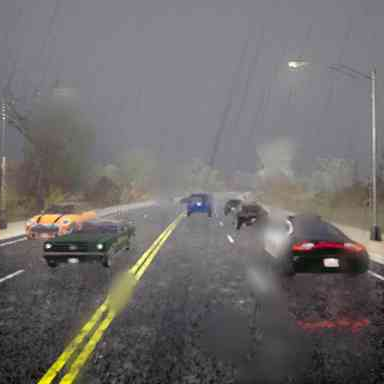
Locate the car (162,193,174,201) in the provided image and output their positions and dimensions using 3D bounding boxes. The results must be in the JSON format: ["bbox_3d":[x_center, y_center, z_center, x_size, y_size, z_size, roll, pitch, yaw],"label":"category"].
[{"bbox_3d":[-4.102,0.986,57.606,1.837,1.490,4.892,0,0,5],"label":"car"}]

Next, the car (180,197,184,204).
[{"bbox_3d":[-0.867,1.405,57.300,1.994,1.385,4.181,0,0,5],"label":"car"}]

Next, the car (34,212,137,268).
[{"bbox_3d":[-3.230,1.580,11.347,1.895,1.301,4.718,0,0,1],"label":"car"}]

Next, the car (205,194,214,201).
[{"bbox_3d":[3.979,1.239,74.027,1.837,1.490,4.892,0,0,6],"label":"car"}]

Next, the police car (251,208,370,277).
[{"bbox_3d":[3.335,1.489,10.285,2.038,1.542,4.974,0,0,1],"label":"police car"}]

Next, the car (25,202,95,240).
[{"bbox_3d":[-6.360,1.320,16.707,2.097,1.767,4.553,0,0,2],"label":"car"}]

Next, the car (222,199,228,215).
[{"bbox_3d":[4.022,1.426,32.125,1.837,1.490,4.892,0,0,3],"label":"car"}]

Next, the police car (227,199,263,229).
[{"bbox_3d":[3.597,1.382,21.317,1.930,1.638,5.238,0,0,2],"label":"police car"}]

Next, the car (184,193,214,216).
[{"bbox_3d":[0.756,1.148,31.467,2.150,2.045,5.566,0,0,3],"label":"car"}]

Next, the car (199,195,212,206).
[{"bbox_3d":[2.195,1.347,53.672,1.837,1.490,4.892,0,1,5],"label":"car"}]
